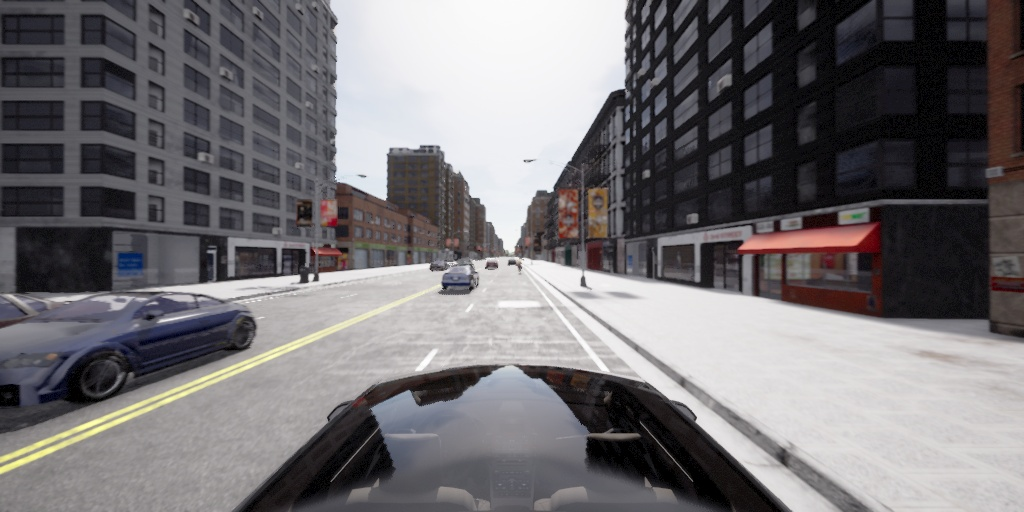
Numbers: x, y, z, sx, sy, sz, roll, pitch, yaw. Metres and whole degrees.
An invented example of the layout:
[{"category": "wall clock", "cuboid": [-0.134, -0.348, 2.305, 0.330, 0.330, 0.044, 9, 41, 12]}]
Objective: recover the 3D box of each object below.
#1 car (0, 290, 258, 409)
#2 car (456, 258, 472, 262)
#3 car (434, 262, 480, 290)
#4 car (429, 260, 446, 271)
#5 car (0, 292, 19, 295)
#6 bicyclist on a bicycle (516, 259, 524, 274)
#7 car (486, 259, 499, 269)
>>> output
[{"category": "car", "cuboid": [-6.597, 1.313, 6.168, 1.994, 1.385, 4.181, 0, 0, 0]}, {"category": "car", "cuboid": [-6.538, 1.091, 49.269, 2.097, 1.767, 4.553, 0, 0, 0]}, {"category": "car", "cuboid": [-3.138, 1.293, 22.494, 2.033, 1.411, 5.357, 0, 0, 0]}, {"category": "car", "cuboid": [-9.788, 1.288, 48.463, 2.033, 1.411, 5.357, 0, 0, 0]}, {"category": "car", "cuboid": [-9.849, 1.298, 5.715, 2.033, 1.411, 5.357, 0, 0, 0]}, {"category": "bicyclist on a bicycle", "cuboid": [0.901, 1.179, 39.451, 0.866, 1.612, 1.509, 0, 0, 0]}, {"category": "car", "cuboid": [-3.115, 1.261, 56.933, 1.812, 1.442, 4.674, 0, 0, 0]}]
